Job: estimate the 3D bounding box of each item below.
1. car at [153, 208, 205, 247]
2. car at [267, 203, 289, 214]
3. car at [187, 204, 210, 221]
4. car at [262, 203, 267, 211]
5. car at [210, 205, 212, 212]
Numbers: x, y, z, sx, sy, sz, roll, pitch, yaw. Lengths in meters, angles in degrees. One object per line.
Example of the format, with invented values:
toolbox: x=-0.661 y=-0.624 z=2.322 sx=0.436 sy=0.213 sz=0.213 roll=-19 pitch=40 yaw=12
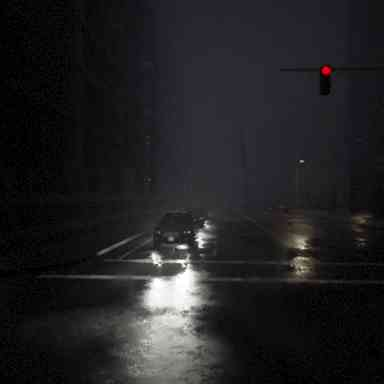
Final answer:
car: x=-0.677 y=1.791 z=16.667 sx=2.128 sy=1.511 sz=4.902 roll=0 pitch=-1 yaw=5
car: x=12.351 y=2.316 z=46.931 sx=2.128 sy=1.511 sz=4.902 roll=0 pitch=-1 yaw=5
car: x=0.107 y=1.966 z=26.612 sx=2.128 sy=1.511 sz=4.902 roll=0 pitch=-1 yaw=4
car: x=13.086 y=2.529 z=57.049 sx=1.812 sy=1.442 sz=4.674 roll=0 pitch=-1 yaw=4
car: x=0.879 y=2.250 z=36.541 sx=1.895 sy=1.301 sz=4.718 roll=0 pitch=-1 yaw=4
